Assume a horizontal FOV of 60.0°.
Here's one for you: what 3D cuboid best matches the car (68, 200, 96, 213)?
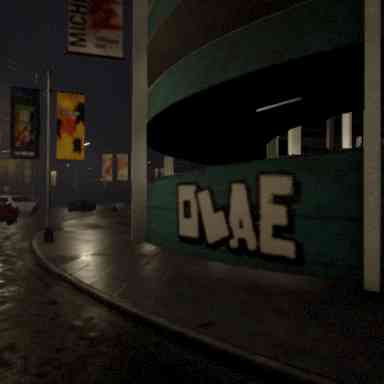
[{"bbox_3d":[-12.996,1.657,39.719,1.882,1.535,5.008,0,0,4],"label":"car"}]

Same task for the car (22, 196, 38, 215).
[{"bbox_3d":[-17.002,1.334,31.915,2.150,2.045,5.566,0,0,3],"label":"car"}]

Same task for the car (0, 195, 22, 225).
[{"bbox_3d":[-13.132,1.290,21.315,2.150,2.045,5.566,0,0,-11],"label":"car"}]
